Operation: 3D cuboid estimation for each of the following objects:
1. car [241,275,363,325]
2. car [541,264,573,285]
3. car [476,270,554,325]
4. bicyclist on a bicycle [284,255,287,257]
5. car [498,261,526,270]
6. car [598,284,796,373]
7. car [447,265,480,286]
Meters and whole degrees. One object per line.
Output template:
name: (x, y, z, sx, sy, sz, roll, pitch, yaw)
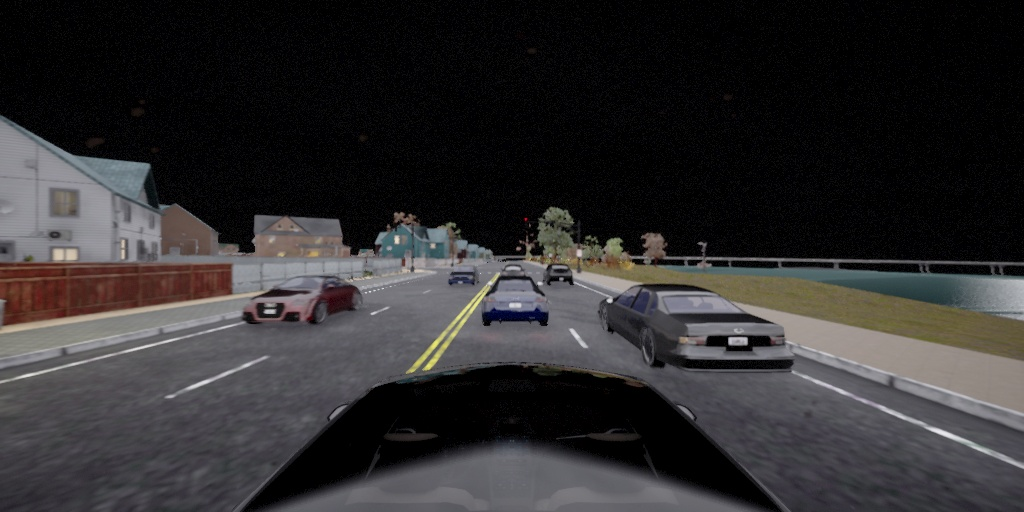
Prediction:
car: (-6.602, 1.340, 11.778, 1.994, 1.385, 4.181, 0, 0, 0)
car: (3.342, 1.324, 26.564, 1.837, 1.490, 4.892, 0, 0, 0)
car: (0.094, 1.340, 11.893, 1.994, 1.385, 4.181, 0, 0, 0)
bicyclist on a bicycle: (-29.621, 0.674, 46.845, 0.582, 1.620, 1.656, 1, 0, -35)
car: (0.093, 1.347, 27.141, 1.812, 1.442, 4.674, 0, 0, 0)
car: (3.344, 1.313, 7.814, 2.033, 1.411, 5.357, 0, 0, 0)
car: (-3.349, 1.365, 25.996, 2.033, 1.411, 5.357, 0, 0, 0)
